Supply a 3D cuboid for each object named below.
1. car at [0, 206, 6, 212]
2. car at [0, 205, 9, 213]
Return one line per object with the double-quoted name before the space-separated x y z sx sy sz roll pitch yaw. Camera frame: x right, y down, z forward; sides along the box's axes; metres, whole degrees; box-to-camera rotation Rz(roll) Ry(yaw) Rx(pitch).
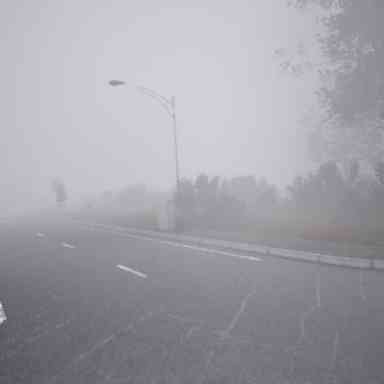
"car" -45.364 4.125 79.086 1.895 1.301 4.718 -3 0 -30
"car" -40.050 3.665 70.280 2.097 1.767 4.553 -3 0 -32
